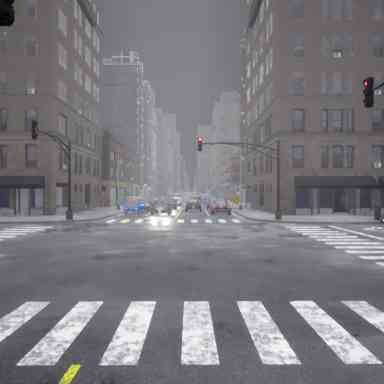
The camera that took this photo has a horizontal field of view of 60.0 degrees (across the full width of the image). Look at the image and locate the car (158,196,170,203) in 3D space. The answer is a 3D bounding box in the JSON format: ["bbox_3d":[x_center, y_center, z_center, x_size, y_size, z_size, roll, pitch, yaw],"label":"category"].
[{"bbox_3d":[-5.632,1.563,67.386,1.947,1.339,4.313,0,0,0],"label":"car"}]

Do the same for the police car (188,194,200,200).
[{"bbox_3d":[0.595,1.409,95.369,1.930,1.638,5.238,0,0,-16],"label":"police car"}]

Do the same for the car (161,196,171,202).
[{"bbox_3d":[-5.613,1.539,73.054,1.887,1.381,4.507,0,0,0],"label":"car"}]

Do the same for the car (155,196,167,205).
[{"bbox_3d":[-5.652,1.524,61.548,1.752,1.417,4.829,0,0,0],"label":"car"}]

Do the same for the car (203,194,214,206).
[{"bbox_3d":[2.816,1.441,44.688,1.967,1.590,4.097,0,0,0],"label":"car"}]

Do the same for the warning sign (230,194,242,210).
[{"bbox_3d":[5.199,1.116,39.336,1.300,1.860,1.060,0,0,0],"label":"warning sign"}]

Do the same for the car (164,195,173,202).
[{"bbox_3d":[-5.594,1.517,78.553,1.752,1.417,4.829,0,0,0],"label":"car"}]

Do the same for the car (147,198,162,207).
[{"bbox_3d":[-5.690,1.582,50.381,1.802,1.307,4.206,0,0,0],"label":"car"}]

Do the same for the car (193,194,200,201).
[{"bbox_3d":[1.088,1.443,89.541,1.801,1.575,5.366,0,0,0],"label":"car"}]

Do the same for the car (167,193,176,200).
[{"bbox_3d":[-5.555,1.302,90.059,2.192,1.841,5.009,0,0,0],"label":"car"}]

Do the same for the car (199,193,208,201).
[{"bbox_3d":[2.951,1.304,84.372,2.192,1.841,5.009,0,0,0],"label":"car"}]

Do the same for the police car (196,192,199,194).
[{"bbox_3d":[1.064,1.417,79.446,1.930,1.638,5.238,0,0,-1],"label":"police car"}]

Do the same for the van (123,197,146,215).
[{"bbox_3d":[-5.748,1.341,33.376,1.690,1.788,3.998,0,0,0],"label":"van"}]

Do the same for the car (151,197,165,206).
[{"bbox_3d":[-5.671,1.565,56.050,1.947,1.339,4.313,0,0,0],"label":"car"}]

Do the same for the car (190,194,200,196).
[{"bbox_3d":[0.233,1.598,64.822,1.895,1.301,4.718,0,0,1],"label":"car"}]

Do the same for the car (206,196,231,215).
[{"bbox_3d":[2.778,1.440,33.350,1.967,1.590,4.097,0,0,0],"label":"car"}]

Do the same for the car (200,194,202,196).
[{"bbox_3d":[2.875,1.524,61.865,1.752,1.417,4.829,0,0,0],"label":"car"}]

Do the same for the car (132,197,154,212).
[{"bbox_3d":[-5.729,1.440,39.045,1.967,1.590,4.097,0,0,0],"label":"car"}]

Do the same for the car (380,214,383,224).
[{"bbox_3d":[14.355,1.519,20.697,4.892,1.490,1.837,0,0,0],"label":"car"}]

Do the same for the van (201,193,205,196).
[{"bbox_3d":[2.855,1.341,56.026,1.690,1.788,3.998,0,0,0],"label":"van"}]

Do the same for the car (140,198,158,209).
[{"bbox_3d":[-5.709,1.566,44.713,1.947,1.339,4.313,0,0,0],"label":"car"}]

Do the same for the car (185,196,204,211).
[{"bbox_3d":[0.203,1.526,40.311,1.812,1.442,4.674,0,0,1],"label":"car"}]

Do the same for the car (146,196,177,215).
[{"bbox_3d":[-2.993,1.492,33.517,2.128,1.511,4.902,0,0,0],"label":"car"}]

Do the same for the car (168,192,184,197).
[{"bbox_3d":[-2.904,1.221,54.492,2.150,2.045,5.566,0,0,0],"label":"car"}]

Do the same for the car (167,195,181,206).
[{"bbox_3d":[-2.953,1.492,43.762,2.128,1.511,4.902,0,0,0],"label":"car"}]
